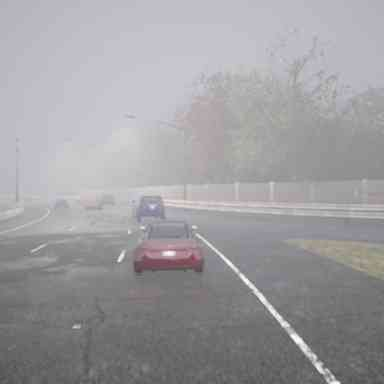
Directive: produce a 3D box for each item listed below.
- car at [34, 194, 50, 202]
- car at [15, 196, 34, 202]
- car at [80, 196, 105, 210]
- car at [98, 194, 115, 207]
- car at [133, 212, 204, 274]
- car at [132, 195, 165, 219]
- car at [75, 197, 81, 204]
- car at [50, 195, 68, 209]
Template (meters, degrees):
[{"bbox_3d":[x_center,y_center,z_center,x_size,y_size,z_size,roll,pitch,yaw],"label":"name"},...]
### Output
[{"bbox_3d":[-35.244,1.369,76.382,4.553,1.767,2.097,0,0,43],"label":"car"},{"bbox_3d":[-37.769,1.560,73.956,5.357,1.411,2.033,0,0,43],"label":"car"},{"bbox_3d":[-13.153,1.653,43.843,1.994,1.385,4.181,0,0,-23],"label":"car"},{"bbox_3d":[-14.023,1.322,53.332,2.150,2.045,5.566,0,0,-28],"label":"car"},{"bbox_3d":[-0.745,1.577,10.671,1.994,1.385,4.181,0,0,-4],"label":"car"},{"bbox_3d":[-3.608,1.261,27.235,2.150,2.045,5.566,0,0,-15],"label":"car"},{"bbox_3d":[-21.227,1.685,65.006,2.033,1.411,5.357,0,0,-36],"label":"car"},{"bbox_3d":[-18.858,1.618,47.600,1.837,1.490,4.892,0,0,-27],"label":"car"}]
